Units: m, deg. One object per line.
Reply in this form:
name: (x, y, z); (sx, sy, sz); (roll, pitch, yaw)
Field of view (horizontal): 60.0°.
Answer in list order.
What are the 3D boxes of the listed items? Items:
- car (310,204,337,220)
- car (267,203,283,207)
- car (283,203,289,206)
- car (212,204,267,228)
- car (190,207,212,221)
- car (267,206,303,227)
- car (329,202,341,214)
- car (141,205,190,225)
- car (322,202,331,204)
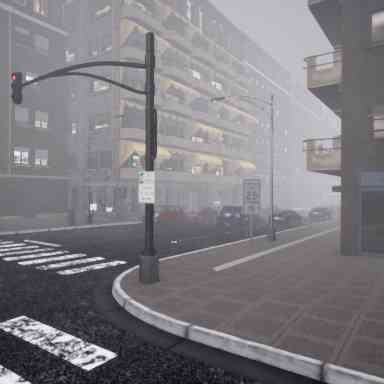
car: (14.211, 2.297, 36.733); (1.947, 1.339, 4.313); (-1, -2, 35)
car: (10.616, 2.328, 46.135); (1.887, 1.381, 4.507); (-1, -1, 35)
car: (13.755, 2.406, 50.658); (1.752, 1.417, 4.829); (-1, -1, 35)
car: (3.851, 1.812, 26.298); (2.097, 1.767, 4.553); (0, -1, 35)
car: (0.911, 2.064, 32.150); (1.802, 1.307, 4.206); (-1, -1, 35)
car: (7.740, 2.096, 27.409); (1.947, 1.339, 4.313); (-1, -2, 35)
car: (20.779, 2.460, 46.197); (1.752, 1.417, 4.829); (-1, -2, 35)
car: (-2.324, 1.822, 27.492); (1.967, 1.590, 4.097); (-1, -1, 35)
car: (21.028, 2.593, 51.016); (1.895, 1.301, 4.718); (0, -1, 35)
